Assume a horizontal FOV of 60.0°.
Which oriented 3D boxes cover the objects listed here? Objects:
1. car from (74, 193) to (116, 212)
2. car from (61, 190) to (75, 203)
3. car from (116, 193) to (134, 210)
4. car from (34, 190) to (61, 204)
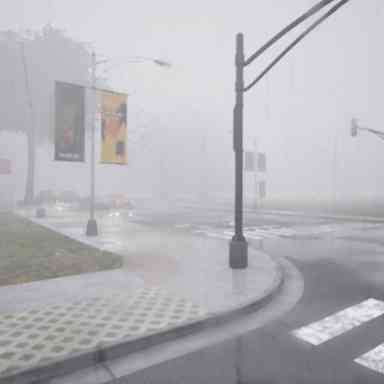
[{"bbox_3d":[-9.298,1.054,31.657,1.882,1.535,5.008,1,0,-35],"label":"car"},{"bbox_3d":[-19.210,0.735,51.627,2.150,2.045,5.566,1,0,-35],"label":"car"},{"bbox_3d":[-7.869,0.945,35.287,2.097,1.767,4.553,1,0,-35],"label":"car"},{"bbox_3d":[-21.799,0.666,49.656,2.150,2.045,5.566,1,0,-35],"label":"car"}]
